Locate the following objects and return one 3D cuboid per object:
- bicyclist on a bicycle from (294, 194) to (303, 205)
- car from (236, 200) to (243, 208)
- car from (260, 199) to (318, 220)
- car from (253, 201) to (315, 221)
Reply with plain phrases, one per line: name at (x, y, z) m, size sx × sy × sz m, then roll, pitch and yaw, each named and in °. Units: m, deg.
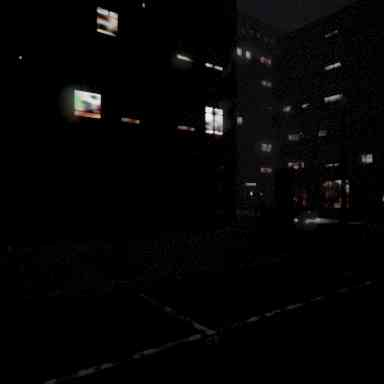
bicyclist on a bicycle at (11.665, 0.986, 36.350) m, size 1.656 × 1.620 × 0.582 m, roll 0°, pitch 1°, yaw -36°
car at (3.578, 1.200, 38.052) m, size 1.895 × 1.301 × 4.718 m, roll 0°, pitch 1°, yaw -36°
car at (7.748, 1.322, 26.885) m, size 1.994 × 1.385 × 4.181 m, roll 0°, pitch 1°, yaw -36°
car at (6.423, 1.326, 24.328) m, size 2.008 × 1.369 × 4.403 m, roll 1°, pitch 0°, yaw -36°
